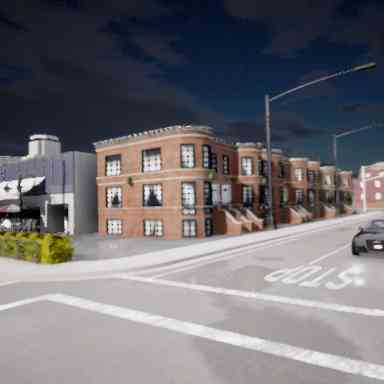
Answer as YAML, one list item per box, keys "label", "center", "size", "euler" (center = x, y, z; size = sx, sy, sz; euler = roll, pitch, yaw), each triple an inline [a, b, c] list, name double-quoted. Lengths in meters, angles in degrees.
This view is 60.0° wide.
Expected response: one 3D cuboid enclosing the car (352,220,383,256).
- label: "car"
  center: [8.108, 1.867, 13.932]
  size: [1.994, 1.385, 4.181]
  euler: [-3, -3, 38]
